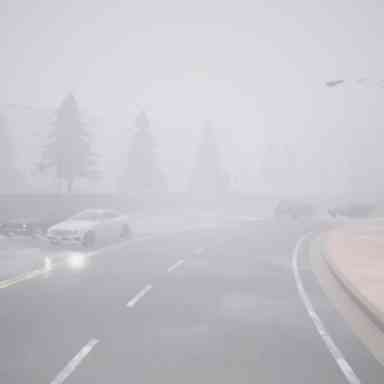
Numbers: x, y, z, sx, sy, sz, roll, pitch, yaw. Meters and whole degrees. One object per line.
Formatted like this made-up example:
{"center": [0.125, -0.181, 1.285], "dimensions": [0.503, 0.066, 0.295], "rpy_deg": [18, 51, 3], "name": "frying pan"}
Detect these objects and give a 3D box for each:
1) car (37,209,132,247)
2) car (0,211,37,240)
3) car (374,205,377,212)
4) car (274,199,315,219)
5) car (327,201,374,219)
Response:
{"center": [-4.442, 1.506, 15.160], "dimensions": [1.812, 1.442, 4.674], "rpy_deg": [0, 0, 19], "name": "car"}
{"center": [-7.462, 1.591, 17.184], "dimensions": [1.895, 1.301, 4.718], "rpy_deg": [0, 0, 20], "name": "car"}
{"center": [18.425, 1.647, 36.896], "dimensions": [4.718, 1.301, 1.895], "rpy_deg": [0, 0, -30], "name": "car"}
{"center": [9.300, 1.370, 29.935], "dimensions": [2.097, 1.767, 4.553], "rpy_deg": [0, 0, 43], "name": "car"}
{"center": [14.058, 1.635, 29.660], "dimensions": [4.718, 1.301, 1.895], "rpy_deg": [0, 0, -41], "name": "car"}
